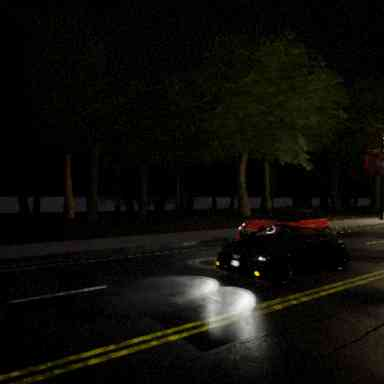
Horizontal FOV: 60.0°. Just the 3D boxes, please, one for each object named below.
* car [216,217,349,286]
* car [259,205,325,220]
[{"bbox_3d":[2.718,1.656,9.701,4.181,1.385,1.994,1,-1,-36],"label":"car"},{"bbox_3d":[4.127,1.494,14.759,4.553,1.767,2.097,1,-1,-36],"label":"car"}]
